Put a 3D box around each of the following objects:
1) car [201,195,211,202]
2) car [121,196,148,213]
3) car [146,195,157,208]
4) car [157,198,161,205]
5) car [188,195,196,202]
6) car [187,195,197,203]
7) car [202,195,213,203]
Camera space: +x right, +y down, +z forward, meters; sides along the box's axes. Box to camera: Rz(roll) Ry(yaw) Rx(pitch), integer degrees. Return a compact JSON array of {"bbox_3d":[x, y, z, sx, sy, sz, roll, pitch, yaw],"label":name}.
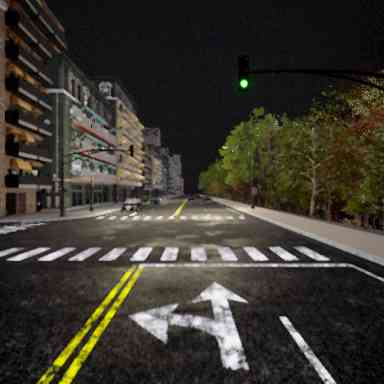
[{"bbox_3d":[3.257,1.466,77.722,2.128,1.511,4.902,0,0,0],"label":"car"},{"bbox_3d":[-6.595,1.488,36.923,2.128,1.511,4.902,0,0,0],"label":"car"},{"bbox_3d":[-6.585,1.350,46.728,2.097,1.767,4.553,0,0,0],"label":"car"},{"bbox_3d":[-6.542,1.602,56.988,1.895,1.301,4.718,0,0,0],"label":"car"},{"bbox_3d":[0.008,1.465,77.723,1.812,1.442,4.674,0,0,0],"label":"car"},{"bbox_3d":[0.006,1.503,67.300,2.128,1.511,4.902,0,0,0],"label":"car"},{"bbox_3d":[3.257,1.502,67.302,2.128,1.511,4.902,0,0,0],"label":"car"}]
